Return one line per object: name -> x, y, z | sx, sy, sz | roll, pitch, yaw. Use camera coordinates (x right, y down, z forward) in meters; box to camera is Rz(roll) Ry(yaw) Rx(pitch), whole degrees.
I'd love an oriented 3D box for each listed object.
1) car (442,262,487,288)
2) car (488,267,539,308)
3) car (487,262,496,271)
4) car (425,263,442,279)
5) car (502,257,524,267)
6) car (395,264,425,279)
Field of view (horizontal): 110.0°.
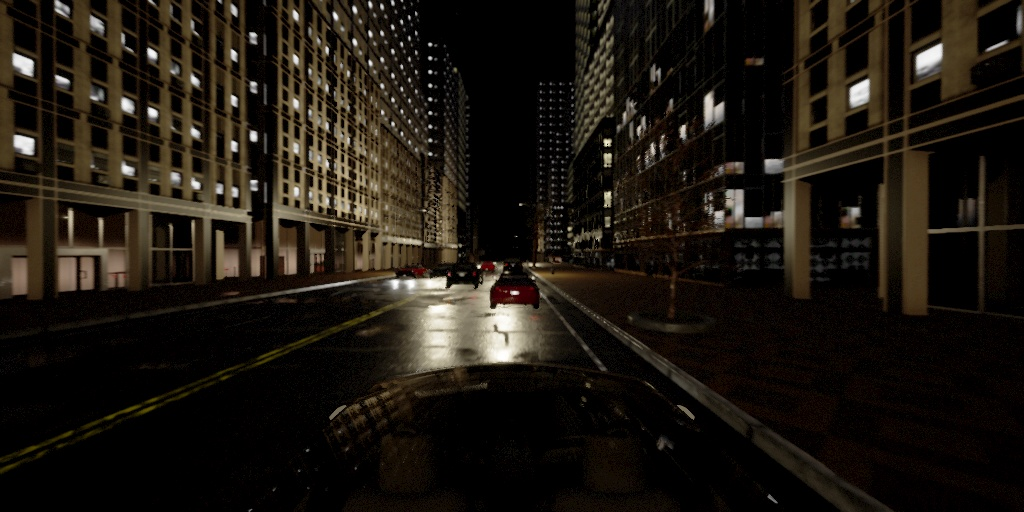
car -> -3.144, 1.189, 24.581 | 2.097, 1.767, 4.553 | 0, 0, 0
car -> 0.104, 1.364, 15.522 | 1.994, 1.385, 4.181 | 0, 0, 0
car -> -3.142, 1.458, 46.795 | 1.812, 1.442, 4.674 | 0, 0, 0
car -> -6.506, 1.354, 34.248 | 1.882, 1.535, 5.008 | 0, -1, 0
car -> 0.109, 1.124, 40.473 | 2.150, 2.045, 5.566 | 0, 0, 0
car -> -9.749, 1.480, 34.806 | 1.895, 1.301, 4.718 | 0, 0, 0
